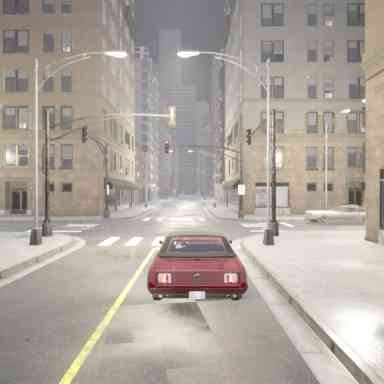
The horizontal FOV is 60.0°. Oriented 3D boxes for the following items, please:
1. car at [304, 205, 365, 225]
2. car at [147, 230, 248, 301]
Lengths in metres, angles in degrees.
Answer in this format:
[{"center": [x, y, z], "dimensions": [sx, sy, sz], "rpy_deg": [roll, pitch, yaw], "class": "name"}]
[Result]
[{"center": [10.309, 1.570, 22.987], "dimensions": [4.718, 1.301, 1.895], "rpy_deg": [0, 0, 2], "class": "car"}, {"center": [0.090, 1.601, 8.304], "dimensions": [1.895, 1.301, 4.718], "rpy_deg": [0, 0, 0], "class": "car"}]
